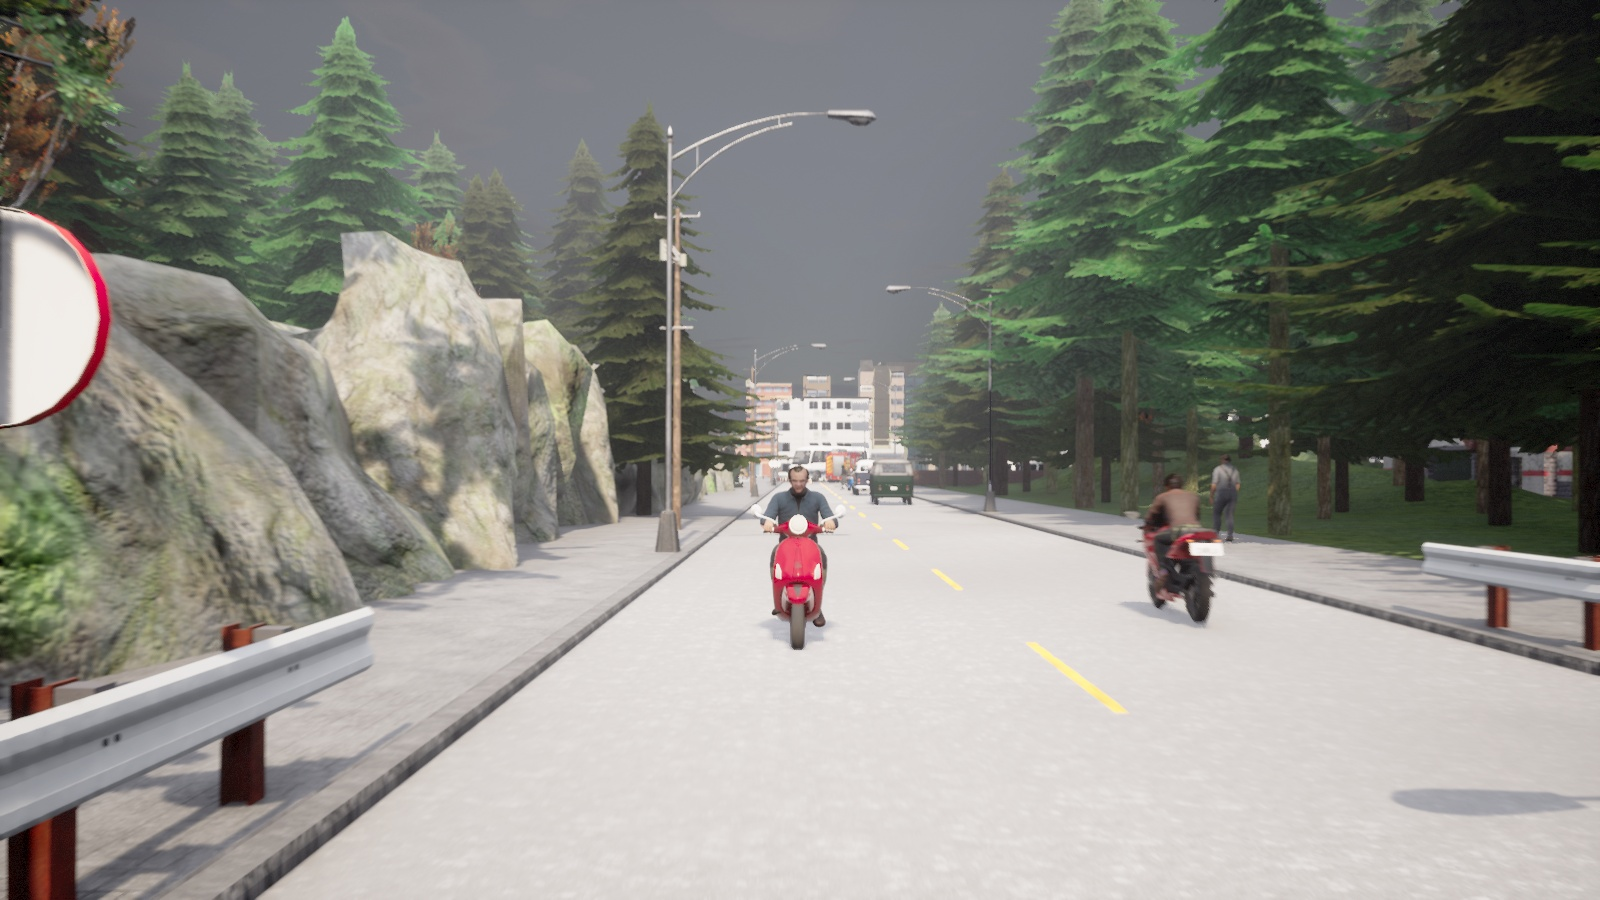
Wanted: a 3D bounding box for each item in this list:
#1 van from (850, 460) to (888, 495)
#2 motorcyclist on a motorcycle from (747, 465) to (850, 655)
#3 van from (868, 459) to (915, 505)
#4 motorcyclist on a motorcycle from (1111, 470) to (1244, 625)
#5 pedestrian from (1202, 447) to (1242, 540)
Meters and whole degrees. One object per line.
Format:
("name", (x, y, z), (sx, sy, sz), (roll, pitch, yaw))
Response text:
("van", (4.103, 1.658, 75.414), (2.069, 2.038, 4.480), (0, -2, 0))
("motorcyclist on a motorcycle", (-0.009, 0.941, 11.517), (0.866, 1.590, 1.817), (0, -1, 0))
("van", (4.069, 1.408, 56.574), (1.775, 1.987, 4.442), (0, -1, 0))
("motorcyclist on a motorcycle", (3.991, 0.983, 13.445), (0.797, 1.523, 2.044), (0, -1, 0))
("pedestrian", (8.571, 0.876, 25.519), (0.540, 1.848, 0.694), (0, -1, -1))
